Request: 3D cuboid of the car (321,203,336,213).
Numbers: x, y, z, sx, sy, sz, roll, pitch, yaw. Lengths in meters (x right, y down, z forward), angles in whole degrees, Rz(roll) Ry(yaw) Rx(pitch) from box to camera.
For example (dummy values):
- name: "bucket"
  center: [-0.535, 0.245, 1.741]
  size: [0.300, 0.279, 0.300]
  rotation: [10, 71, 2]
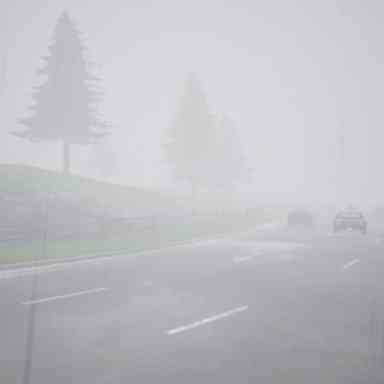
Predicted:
- name: "car"
  center: [21.233, 2.453, 51.954]
  size: [2.128, 1.511, 4.902]
  rotation: [-2, -1, 26]

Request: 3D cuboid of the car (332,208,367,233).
- name: "car"
  center: [10.695, 1.998, 22.519]
  size: [1.895, 1.301, 4.718]
  rotation: [-2, -2, 26]

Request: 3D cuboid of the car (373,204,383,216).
- name: "car"
  center: [24.036, 2.211, 41.900]
  size: [2.033, 1.411, 5.357]
  rotation: [-2, -2, 27]

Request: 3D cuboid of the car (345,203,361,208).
- name: "car"
  center: [24.520, 2.382, 50.709]
  size: [1.837, 1.490, 4.892]
  rotation: [-2, -1, 26]

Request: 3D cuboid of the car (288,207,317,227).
- name: "car"
  center: [9.357, 2.033, 27.989]
  size: [1.882, 1.535, 5.008]
  rotation: [-1, -2, 27]
